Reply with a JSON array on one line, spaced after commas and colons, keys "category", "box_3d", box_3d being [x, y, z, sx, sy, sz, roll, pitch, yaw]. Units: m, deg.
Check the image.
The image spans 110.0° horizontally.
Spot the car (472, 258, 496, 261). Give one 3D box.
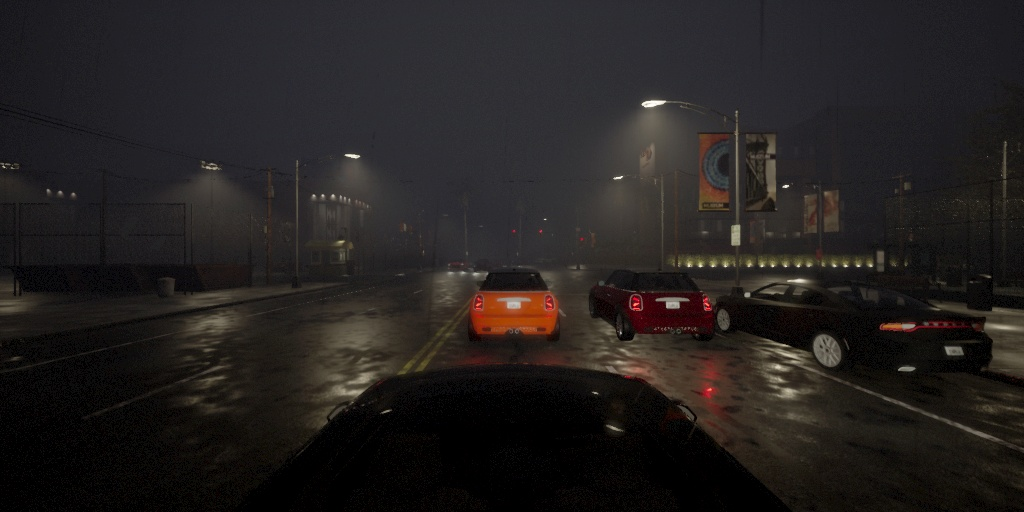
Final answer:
[{"category": "car", "box_3d": [-3.534, 1.101, 44.266, 2.097, 1.767, 4.553, 0, 0, 1]}]

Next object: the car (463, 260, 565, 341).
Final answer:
[{"category": "car", "box_3d": [0.061, 1.102, 10.011, 2.097, 1.767, 4.553, 0, 0, 0]}]

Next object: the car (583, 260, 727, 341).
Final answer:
[{"category": "car", "box_3d": [3.561, 1.102, 10.028, 2.097, 1.767, 4.553, 0, 0, 0]}]

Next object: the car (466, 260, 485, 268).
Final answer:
[{"category": "car", "box_3d": [-6.094, 1.351, 60.682, 1.895, 1.301, 4.718, 0, 0, 12]}]

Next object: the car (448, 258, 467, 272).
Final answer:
[{"category": "car", "box_3d": [-6.991, 1.101, 46.727, 2.097, 1.767, 4.553, 0, 0, 1]}]
